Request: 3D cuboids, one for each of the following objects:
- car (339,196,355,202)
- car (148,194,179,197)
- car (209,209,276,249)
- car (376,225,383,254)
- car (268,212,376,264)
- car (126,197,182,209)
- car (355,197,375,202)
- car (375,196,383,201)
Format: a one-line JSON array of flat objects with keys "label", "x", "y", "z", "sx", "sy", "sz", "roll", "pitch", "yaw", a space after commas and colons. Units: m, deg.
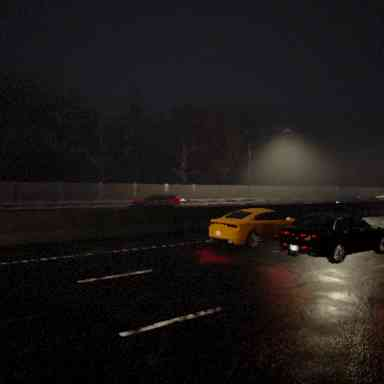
[{"label": "car", "x": 27.634, "y": 1.490, "z": 58.006, "sx": 5.008, "sy": 1.535, "sz": 1.882, "roll": 0, "pitch": 0, "yaw": -35}, {"label": "car", "x": -3.752, "y": 1.217, "z": 35.628, "sx": 5.566, "sy": 2.045, "sz": 2.150, "roll": 1, "pitch": 0, "yaw": -35}, {"label": "car", "x": 3.060, "y": 1.477, "z": 14.654, "sx": 5.008, "sy": 1.535, "sz": 1.882, "roll": 0, "pitch": 0, "yaw": -36}, {"label": "car", "x": 7.277, "y": 1.353, "z": 9.068, "sx": 4.553, "sy": 1.767, "sz": 2.097, "roll": 0, "pitch": 0, "yaw": -36}, {"label": "car", "x": 5.176, "y": 1.507, "z": 11.864, "sx": 4.892, "sy": 1.490, "sz": 1.837, "roll": 0, "pitch": 0, "yaw": -36}, {"label": "car", "x": -3.827, "y": 1.486, "z": 31.315, "sx": 4.902, "sy": 1.511, "sz": 2.128, "roll": 0, "pitch": 0, "yaw": -35}, {"label": "car", "x": 29.767, "y": 1.513, "z": 55.234, "sx": 4.902, "sy": 1.511, "sz": 2.128, "roll": 0, "pitch": 0, "yaw": -35}, {"label": "car", "x": 31.775, "y": 1.249, "z": 52.367, "sx": 5.566, "sy": 2.045, "sz": 2.150, "roll": 0, "pitch": 0, "yaw": -35}]
